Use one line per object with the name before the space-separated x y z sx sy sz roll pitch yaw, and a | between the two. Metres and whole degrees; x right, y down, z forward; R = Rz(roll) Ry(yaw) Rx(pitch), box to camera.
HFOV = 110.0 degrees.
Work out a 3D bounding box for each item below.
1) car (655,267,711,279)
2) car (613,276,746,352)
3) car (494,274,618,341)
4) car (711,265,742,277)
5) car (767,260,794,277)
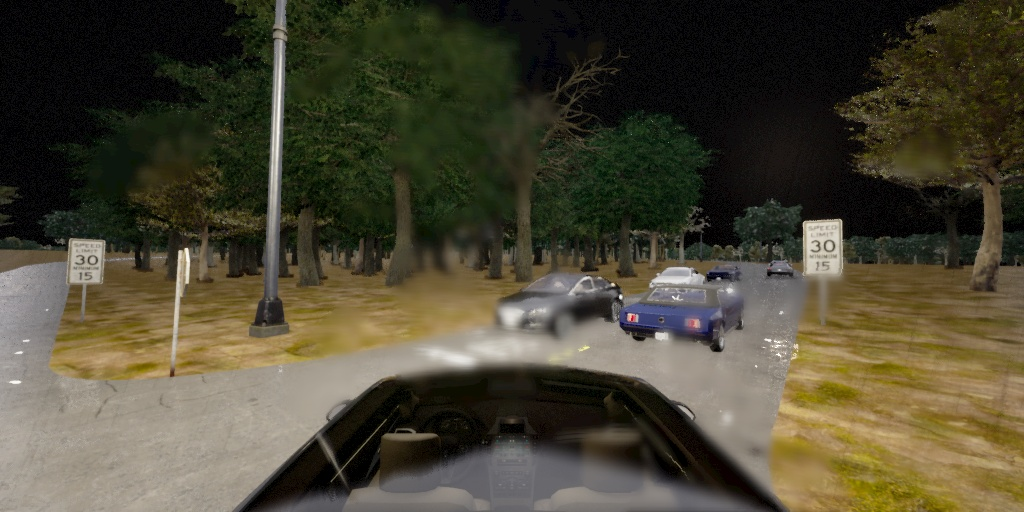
car | 8.768 1.303 18.819 1.812 1.442 4.674 -1 -1 40
car | 4.506 1.348 8.983 1.895 1.301 4.718 -1 -1 40
car | 1.535 1.279 10.262 2.128 1.511 4.902 -1 -1 40
car | 16.677 1.359 28.186 1.895 1.301 4.718 -1 0 40
car | 25.866 1.257 34.586 1.994 1.385 4.181 -1 0 38
